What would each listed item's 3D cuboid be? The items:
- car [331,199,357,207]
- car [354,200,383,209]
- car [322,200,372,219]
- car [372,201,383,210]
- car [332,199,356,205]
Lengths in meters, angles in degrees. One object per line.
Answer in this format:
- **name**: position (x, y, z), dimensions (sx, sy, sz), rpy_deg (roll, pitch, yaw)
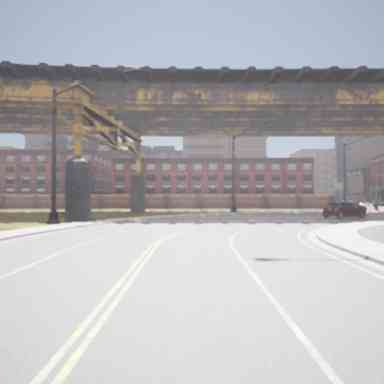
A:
- **car**: position (33.890, 2.448, 74.272), dimensions (2.038, 1.542, 4.974), rpy_deg (1, -1, -34)
- **car**: position (29.374, 2.030, 54.726), dimensions (1.853, 1.218, 4.536), rpy_deg (0, -1, -29)
- **car**: position (15.877, 1.816, 34.598), dimensions (4.553, 1.767, 2.097), rpy_deg (0, -1, -23)
- **car**: position (29.399, 2.187, 54.679), dimensions (2.038, 1.542, 4.974), rpy_deg (0, -1, -29)
- **car**: position (33.919, 2.290, 74.231), dimensions (1.853, 1.218, 4.536), rpy_deg (1, -1, -34)
